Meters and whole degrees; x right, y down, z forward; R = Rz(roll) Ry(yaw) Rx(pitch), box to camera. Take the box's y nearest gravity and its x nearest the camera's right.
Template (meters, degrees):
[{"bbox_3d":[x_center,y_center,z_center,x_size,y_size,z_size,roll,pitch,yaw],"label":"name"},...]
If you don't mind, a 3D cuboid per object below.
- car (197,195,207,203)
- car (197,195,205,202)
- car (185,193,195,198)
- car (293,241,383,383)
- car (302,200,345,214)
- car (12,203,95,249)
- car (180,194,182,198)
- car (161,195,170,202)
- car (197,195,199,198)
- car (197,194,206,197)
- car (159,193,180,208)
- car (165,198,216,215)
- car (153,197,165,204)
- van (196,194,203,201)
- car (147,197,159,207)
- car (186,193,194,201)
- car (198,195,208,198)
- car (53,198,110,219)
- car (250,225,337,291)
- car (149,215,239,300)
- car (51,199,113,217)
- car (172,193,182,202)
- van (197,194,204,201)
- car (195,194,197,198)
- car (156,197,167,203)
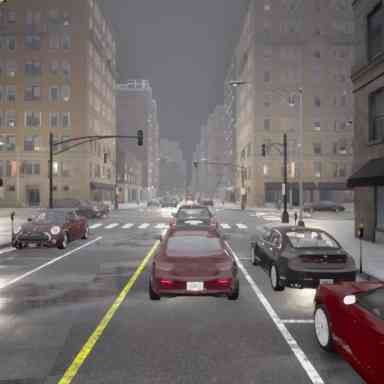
[{"bbox_3d":[2.189,1.541,74.715,1.967,1.590,4.097,0,0,-1],"label":"car"},{"bbox_3d":[2.127,1.560,80.221,1.967,1.590,4.097,0,0,-1],"label":"car"},{"bbox_3d":[-0.535,1.342,79.415,2.150,2.045,5.566,0,0,-1],"label":"car"},{"bbox_3d":[2.669,1.545,3.270,1.887,1.381,4.507,0,0,0],"label":"car"},{"bbox_3d":[14.640,1.648,37.173,4.674,1.442,1.812,0,0,1],"label":"car"},{"bbox_3d":[-5.877,1.445,14.233,1.967,1.590,4.097,0,0,0],"label":"car"},{"bbox_3d":[-3.420,1.604,67.280,1.812,1.442,4.674,0,0,0],"label":"car"},{"bbox_3d":[-6.398,1.559,80.133,1.967,1.590,4.097,0,0,-1],"label":"car"},{"bbox_3d":[2.377,1.622,58.194,1.947,1.339,4.313,0,0,-1],"label":"car"},{"bbox_3d":[2.313,1.595,63.871,1.752,1.417,4.829,0,0,-1],"label":"car"},{"bbox_3d":[-3.263,1.390,48.479,2.097,1.767,4.553,0,0,-1],"label":"car"},{"bbox_3d":[0.068,1.358,15.603,2.097,1.767,4.553,0,0,0],"label":"car"},{"bbox_3d":[-6.210,1.613,63.610,1.887,1.381,4.507,0,0,-1],"label":"car"},{"bbox_3d":[2.002,1.504,91.236,1.690,1.788,3.998,0,0,-1],"label":"van"},{"bbox_3d":[-6.085,1.595,52.594,2.008,1.369,4.403,0,0,-1],"label":"car"},{"bbox_3d":[-0.657,1.383,90.133,2.150,2.045,5.566,0,0,-1],"label":"car"},{"bbox_3d":[2.440,1.590,52.687,1.887,1.381,4.507,0,0,-1],"label":"car"},{"bbox_3d":[-8.955,1.284,26.193,4.553,1.767,2.097,0,0,10],"label":"car"},{"bbox_3d":[2.658,1.553,8.761,2.008,1.369,4.403,0,0,0],"label":"car"},{"bbox_3d":[0.020,1.528,8.289,1.812,1.442,4.674,0,0,-1],"label":"car"},{"bbox_3d":[-9.936,1.451,30.276,4.902,1.511,2.128,0,0,-1],"label":"car"},{"bbox_3d":[-3.518,1.336,77.811,2.150,2.045,5.566,0,0,-1],"label":"car"},{"bbox_3d":[2.065,1.481,85.729,1.690,1.788,3.998,0,0,-1],"label":"van"},{"bbox_3d":[2.253,1.399,69.208,2.192,1.841,5.009,0,0,-1],"label":"car"},{"bbox_3d":[-6.273,1.665,69.117,1.802,1.307,4.206,0,0,-1],"label":"car"}]
